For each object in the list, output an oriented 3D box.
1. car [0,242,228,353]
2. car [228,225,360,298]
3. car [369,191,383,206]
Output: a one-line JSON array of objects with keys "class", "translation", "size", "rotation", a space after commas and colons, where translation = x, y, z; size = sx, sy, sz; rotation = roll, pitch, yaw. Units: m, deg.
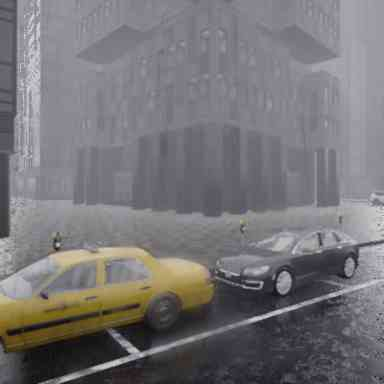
[{"class": "car", "translation": [-1.874, 1.529, 5.310], "size": [4.829, 1.417, 1.752], "rotation": [0, 0, -35]}, {"class": "car", "translation": [2.571, 1.570, 8.479], "size": [4.403, 1.369, 2.008], "rotation": [0, 0, -35]}, {"class": "car", "translation": [27.426, 0.929, 45.691], "size": [2.150, 2.045, 5.566], "rotation": [0, 2, -35]}]
